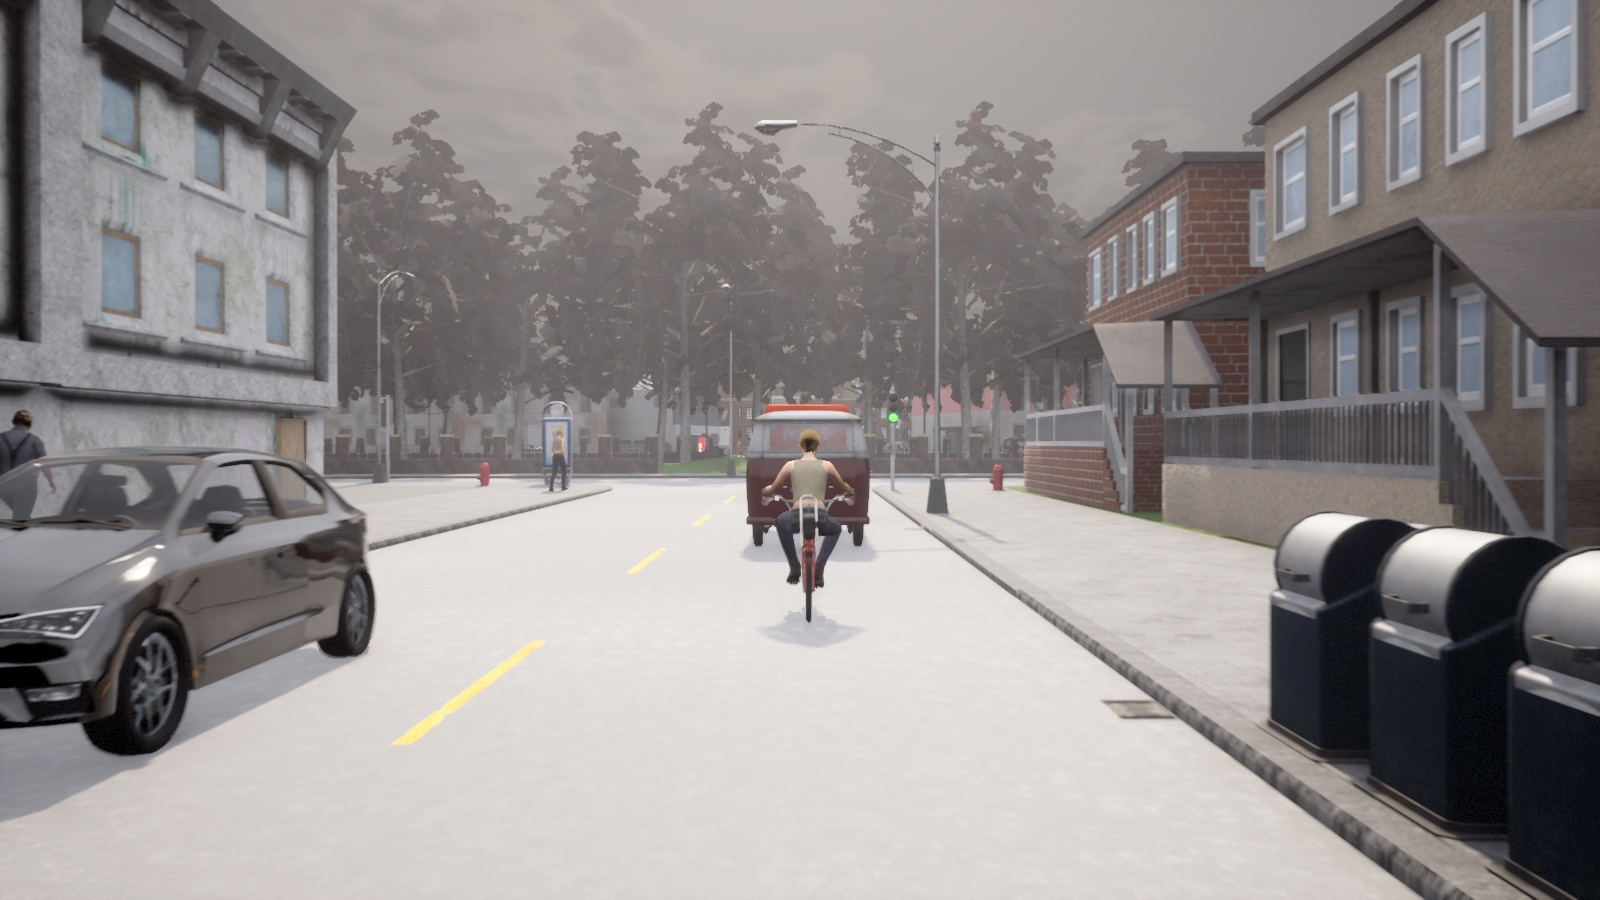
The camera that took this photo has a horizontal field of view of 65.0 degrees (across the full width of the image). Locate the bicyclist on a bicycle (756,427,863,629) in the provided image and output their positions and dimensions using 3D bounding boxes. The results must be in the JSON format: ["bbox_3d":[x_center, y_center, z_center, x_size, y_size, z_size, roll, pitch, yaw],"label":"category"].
[{"bbox_3d":[0.077,0.619,10.943,0.866,1.612,1.509,0,2,0],"label":"bicyclist on a bicycle"}]

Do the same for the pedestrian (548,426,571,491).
[{"bbox_3d":[-6.880,0.249,35.889,0.345,1.836,0.594,0,0,29],"label":"pedestrian"}]

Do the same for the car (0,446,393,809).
[{"bbox_3d":[-3.944,0.716,7.225,1.816,1.474,4.193,0,0,0],"label":"car"}]

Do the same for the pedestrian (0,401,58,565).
[{"bbox_3d":[-9.035,0.367,14.518,0.540,1.848,0.694,0,0,-4],"label":"pedestrian"}]

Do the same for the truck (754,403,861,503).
[{"bbox_3d":[0.201,0.068,33.463,2.627,2.467,5.204,0,0,1],"label":"truck"}]

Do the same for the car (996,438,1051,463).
[{"bbox_3d":[17.087,0.015,96.091,3.866,1.878,1.905,0,0,0],"label":"car"}]

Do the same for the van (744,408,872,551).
[{"bbox_3d":[0.125,0.390,19.591,1.775,1.987,4.442,0,0,0],"label":"van"}]
